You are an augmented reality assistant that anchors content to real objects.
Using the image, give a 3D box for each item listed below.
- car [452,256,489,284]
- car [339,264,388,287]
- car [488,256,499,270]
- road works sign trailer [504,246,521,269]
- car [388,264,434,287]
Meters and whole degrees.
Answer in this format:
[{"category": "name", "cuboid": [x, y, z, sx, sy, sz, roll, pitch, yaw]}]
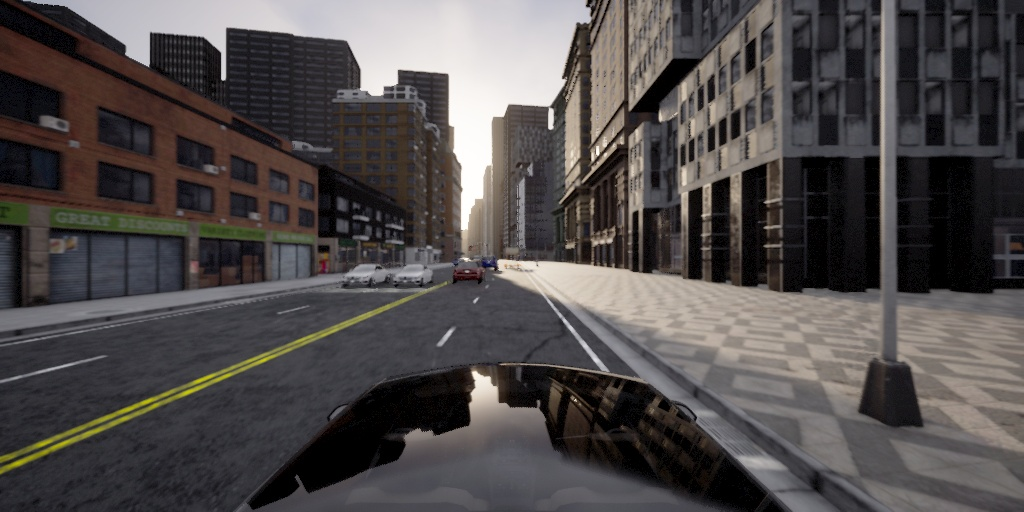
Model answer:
[{"category": "car", "cuboid": [-3.151, 1.107, 27.349, 2.097, 1.767, 4.553, 0, 0, 0]}, {"category": "car", "cuboid": [-9.847, 1.279, 24.456, 1.812, 1.442, 4.674, 0, 0, 0]}, {"category": "car", "cuboid": [-3.153, 0.981, 51.392, 2.150, 2.045, 5.566, 0, 0, 0]}, {"category": "road works sign trailer", "cuboid": [0.011, 0.226, 57.913, 2.380, 3.560, 2.880, 0, 0, 0]}, {"category": "car", "cuboid": [-6.597, 1.279, 24.458, 1.812, 1.442, 4.674, 0, 0, 0]}]
